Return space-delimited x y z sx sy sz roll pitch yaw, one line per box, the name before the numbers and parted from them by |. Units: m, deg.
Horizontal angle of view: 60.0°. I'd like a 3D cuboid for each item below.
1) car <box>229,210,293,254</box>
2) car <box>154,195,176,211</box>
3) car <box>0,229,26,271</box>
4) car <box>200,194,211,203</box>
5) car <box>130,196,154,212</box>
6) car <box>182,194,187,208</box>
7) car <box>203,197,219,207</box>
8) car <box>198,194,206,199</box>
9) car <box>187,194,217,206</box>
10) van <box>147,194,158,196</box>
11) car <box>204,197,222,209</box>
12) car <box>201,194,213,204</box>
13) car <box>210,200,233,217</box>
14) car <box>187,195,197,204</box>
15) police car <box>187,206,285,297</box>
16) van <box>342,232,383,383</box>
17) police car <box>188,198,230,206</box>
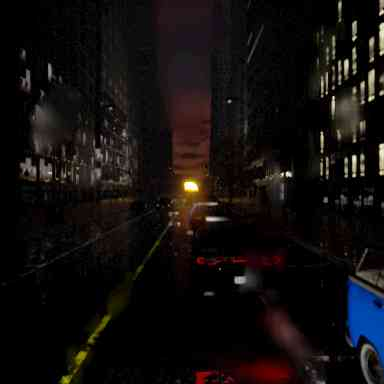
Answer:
car | 2.684 1.540 13.919 1.802 1.307 4.206 0 0 0
car | -3.117 1.386 38.786 1.837 1.490 4.892 0 0 0
car | -5.694 1.557 8.225 1.802 1.307 4.206 0 0 0
car | 2.660 1.209 65.150 1.967 1.590 4.097 0 0 0
car | -5.708 1.439 36.688 2.008 1.369 4.403 0 0 0
car | -0.008 1.379 46.166 1.812 1.442 4.674 0 0 1
car | 2.668 1.396 48.074 2.008 1.369 4.403 0 0 0
car | 2.649 1.203 87.921 1.887 1.381 4.507 0 0 0
car | 0.888 1.151 24.582 2.150 2.045 5.566 0 0 0
van | -5.713 1.186 48.073 1.690 1.788 3.998 0 0 0
car | 2.670 1.419 42.381 2.008 1.369 4.403 0 0 0
car | 2.662 1.235 59.458 1.967 1.590 4.097 0 0 0
car | 2.676 1.489 30.997 1.802 1.307 4.206 0 0 0
car | -0.029 1.296 60.127 1.837 1.490 4.892 0 0 0
police car | 0.896 1.399 8.662 1.930 1.638 5.238 0 0 0
van | 2.689 1.333 2.534 1.690 1.788 3.998 0 0 0
police car | 0.891 1.369 18.662 1.930 1.638 5.238 0 0 0
